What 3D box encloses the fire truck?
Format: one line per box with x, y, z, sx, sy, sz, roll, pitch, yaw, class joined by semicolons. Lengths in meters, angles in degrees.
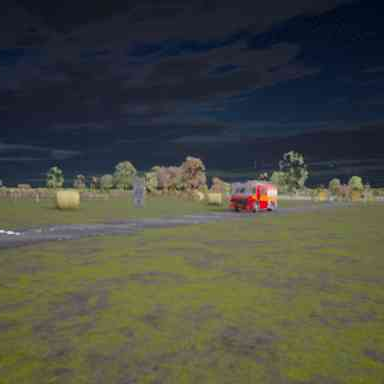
8.042;0.559;42.337;2.891;3.827;8.468;0;0;35;fire truck
